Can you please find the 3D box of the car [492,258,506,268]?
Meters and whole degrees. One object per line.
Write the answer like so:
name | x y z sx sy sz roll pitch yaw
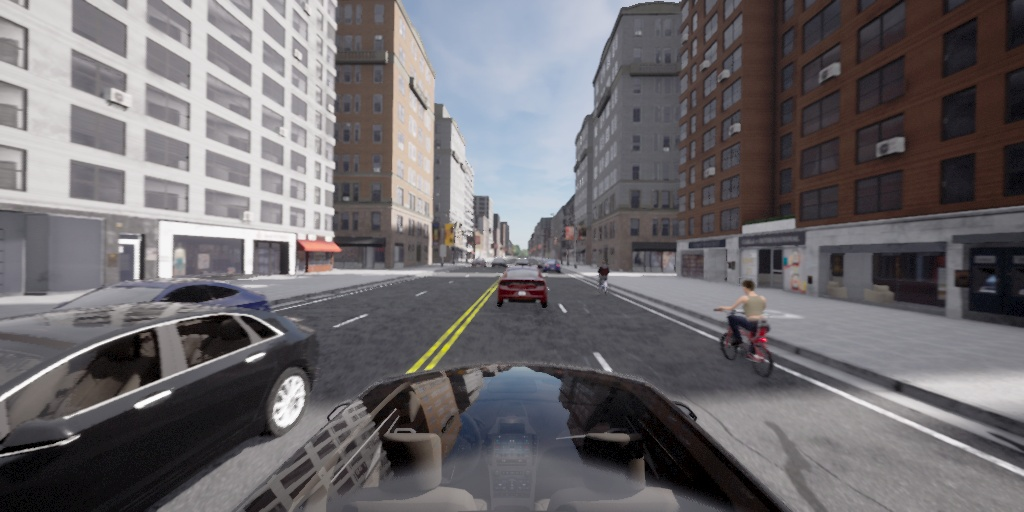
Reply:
car | -1.875 0.960 52.404 1.882 1.535 5.008 1 0 2

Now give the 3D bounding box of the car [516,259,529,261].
car | 1.110 1.093 38.576 1.837 1.490 4.892 1 0 2

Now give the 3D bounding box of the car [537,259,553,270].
car | 4.614 1.149 50.743 1.994 1.385 4.181 1 0 2

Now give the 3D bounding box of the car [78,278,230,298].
car | -6.522 1.156 6.495 1.812 1.442 4.674 1 0 2

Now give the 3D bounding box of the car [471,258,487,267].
car | -5.017 0.989 55.253 1.994 1.385 4.181 1 0 2

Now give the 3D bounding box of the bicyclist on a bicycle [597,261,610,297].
bicyclist on a bicycle | 4.560 1.108 18.016 0.659 1.776 1.843 1 0 2

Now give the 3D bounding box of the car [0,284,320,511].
car | -3.384 1.201 2.593 1.837 1.490 4.892 1 0 2

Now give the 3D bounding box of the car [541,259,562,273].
car | 4.410 1.154 40.480 1.812 1.442 4.674 1 0 2

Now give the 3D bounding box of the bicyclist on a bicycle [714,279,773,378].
bicyclist on a bicycle | 4.208 1.225 6.487 0.866 1.612 1.509 1 0 2

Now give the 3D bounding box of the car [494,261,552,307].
car | 0.436 1.168 15.253 1.882 1.535 5.008 1 0 2
